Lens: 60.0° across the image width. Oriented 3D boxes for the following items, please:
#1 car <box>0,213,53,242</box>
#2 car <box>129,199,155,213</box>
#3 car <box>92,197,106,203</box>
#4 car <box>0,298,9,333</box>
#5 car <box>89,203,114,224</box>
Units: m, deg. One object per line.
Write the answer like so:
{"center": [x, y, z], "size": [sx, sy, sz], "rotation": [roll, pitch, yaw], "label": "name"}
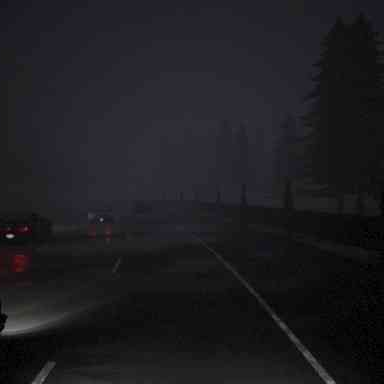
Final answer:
{"center": [-8.742, 1.758, 17.491], "size": [1.895, 1.301, 4.718], "rotation": [0, 0, -10], "label": "car"}
{"center": [-4.693, 1.337, 30.521], "size": [1.882, 1.535, 5.008], "rotation": [0, 0, -17], "label": "car"}
{"center": [-16.425, 1.579, 58.419], "size": [1.882, 1.535, 5.008], "rotation": [0, 0, -25], "label": "car"}
{"center": [-3.549, 1.576, 2.419], "size": [2.033, 1.411, 5.357], "rotation": [0, 0, -2], "label": "car"}
{"center": [-7.444, 1.828, 27.287], "size": [1.895, 1.301, 4.718], "rotation": [0, 0, -15], "label": "car"}
